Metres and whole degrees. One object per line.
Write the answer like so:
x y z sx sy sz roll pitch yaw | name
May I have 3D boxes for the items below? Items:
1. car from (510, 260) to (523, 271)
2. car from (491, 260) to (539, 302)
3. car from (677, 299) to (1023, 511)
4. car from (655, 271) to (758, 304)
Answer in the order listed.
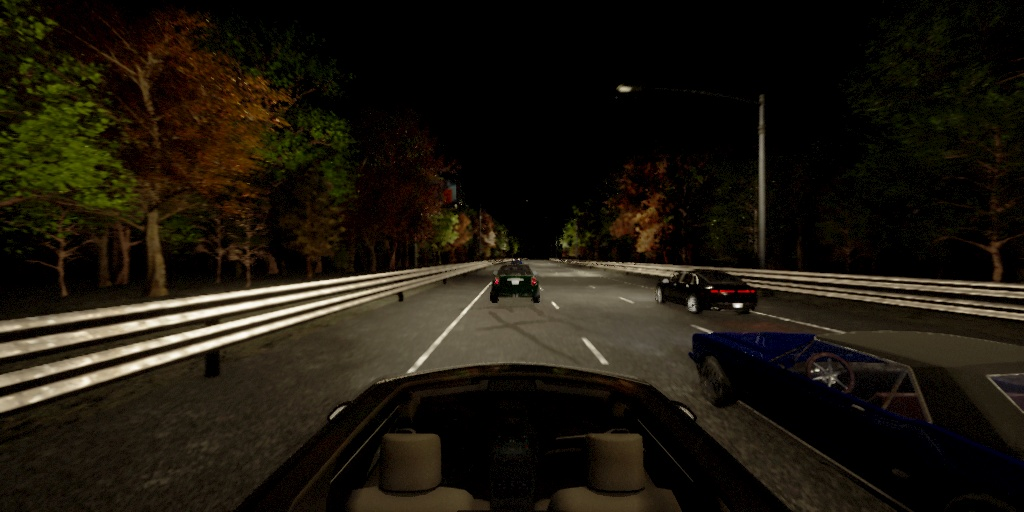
0.768 1.377 55.303 1.882 1.535 5.008 0 0 1 | car
0.159 1.146 17.354 2.097 1.767 4.553 0 0 0 | car
3.590 1.358 3.305 1.895 1.301 4.718 0 0 0 | car
7.128 1.296 13.708 1.837 1.490 4.892 0 0 0 | car
